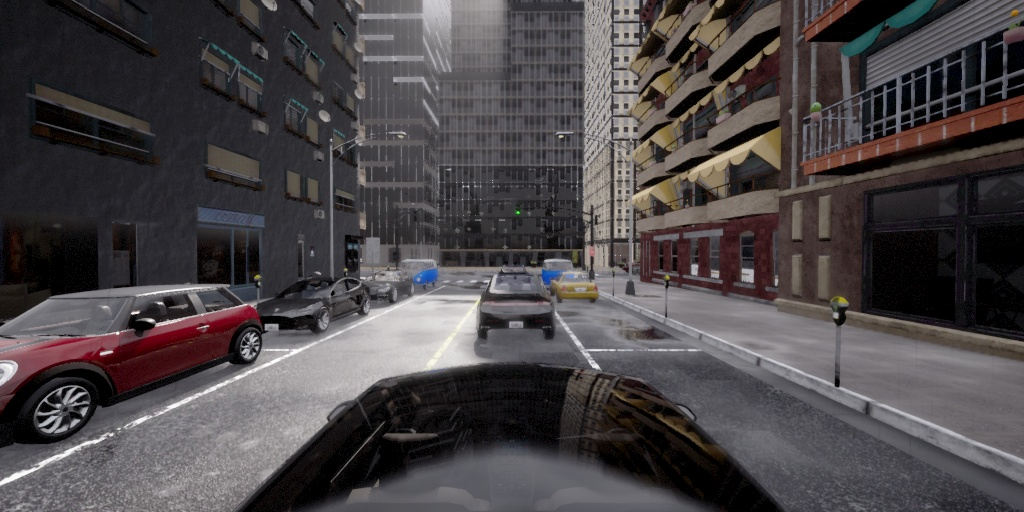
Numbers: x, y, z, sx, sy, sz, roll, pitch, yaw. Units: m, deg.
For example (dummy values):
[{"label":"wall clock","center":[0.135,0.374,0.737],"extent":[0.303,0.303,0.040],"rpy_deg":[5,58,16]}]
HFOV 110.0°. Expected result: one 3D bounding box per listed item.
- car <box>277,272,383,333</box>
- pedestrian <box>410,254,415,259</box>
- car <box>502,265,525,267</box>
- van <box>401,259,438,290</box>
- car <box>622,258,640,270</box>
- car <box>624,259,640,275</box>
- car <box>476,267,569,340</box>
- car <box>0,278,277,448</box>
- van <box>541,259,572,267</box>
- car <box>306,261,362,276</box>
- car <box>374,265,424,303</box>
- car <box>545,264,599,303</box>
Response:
[{"label":"car","center":[-5.678,1.313,10.660],"extent":[1.948,1.339,4.313],"rpy_deg":[0,0,0]},{"label":"pedestrian","center":[-12.322,0.635,44.277],"extent":[0.375,1.860,0.375],"rpy_deg":[0,1,0]},{"label":"car","center":[0.100,1.238,20.862],"extent":[2.128,1.511,4.902],"rpy_deg":[0,0,0]},{"label":"van","center":[-5.659,1.086,21.864],"extent":[1.690,1.789,3.998],"rpy_deg":[0,0,0]},{"label":"car","center":[15.299,1.087,41.138],"extent":[5.009,1.841,2.192],"rpy_deg":[0,0,0]},{"label":"car","center":[14.736,1.369,38.542],"extent":[4.181,1.385,1.994],"rpy_deg":[0,1,0]},{"label":"car","center":[0.096,1.240,10.009],"extent":[2.128,1.511,4.902],"rpy_deg":[0,0,0]},{"label":"car","center":[-5.688,1.189,5.059],"extent":[1.967,1.591,4.097],"rpy_deg":[0,0,0]},{"label":"van","center":[2.722,1.086,21.821],"extent":[1.690,1.789,3.998],"rpy_deg":[0,0,0]},{"label":"car","center":[-17.596,1.212,35.589],"extent":[4.674,1.442,1.812],"rpy_deg":[0,1,0]},{"label":"car","center":[-5.668,1.297,16.263],"extent":[2.007,1.370,4.403],"rpy_deg":[0,0,0]},{"label":"car","center":[2.713,1.272,16.389],"extent":[1.751,1.417,4.829],"rpy_deg":[0,0,0]}]
